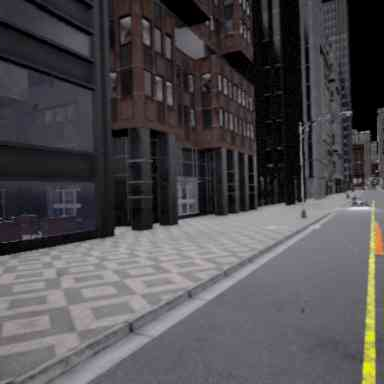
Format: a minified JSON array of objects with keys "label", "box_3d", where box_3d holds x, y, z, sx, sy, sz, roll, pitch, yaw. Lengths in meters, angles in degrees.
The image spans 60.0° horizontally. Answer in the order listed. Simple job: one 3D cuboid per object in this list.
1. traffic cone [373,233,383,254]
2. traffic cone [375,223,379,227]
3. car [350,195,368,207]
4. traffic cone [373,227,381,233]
[{"label":"traffic cone","box_3d":[6.543,1.850,11.654,0.340,0.580,0.340,-2,0,29]},{"label":"traffic cone","box_3d":[8.457,1.816,15.166,0.340,0.580,0.340,-2,0,29]},{"label":"car","box_3d":[22.184,1.100,43.983,2.128,1.511,4.902,-2,0,29]},{"label":"traffic cone","box_3d":[7.500,1.833,13.410,0.340,0.580,0.340,-2,0,29]}]
